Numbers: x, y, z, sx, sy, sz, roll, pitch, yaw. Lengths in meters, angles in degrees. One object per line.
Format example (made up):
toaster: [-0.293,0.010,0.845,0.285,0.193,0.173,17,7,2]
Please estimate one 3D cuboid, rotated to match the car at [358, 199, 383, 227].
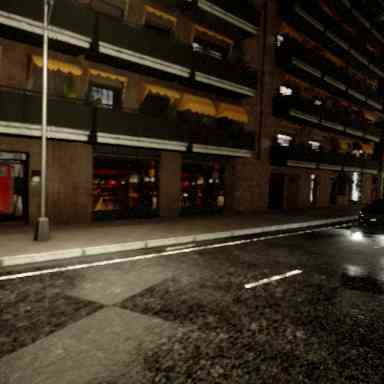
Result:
car: [10.763,1.099,18.072,5.008,1.535,1.882,0,4,-43]
